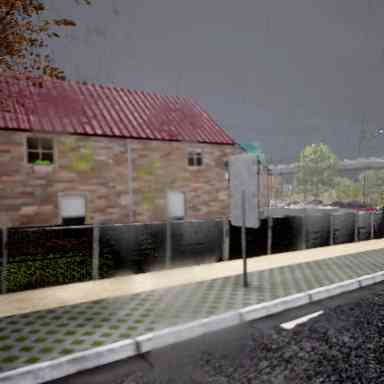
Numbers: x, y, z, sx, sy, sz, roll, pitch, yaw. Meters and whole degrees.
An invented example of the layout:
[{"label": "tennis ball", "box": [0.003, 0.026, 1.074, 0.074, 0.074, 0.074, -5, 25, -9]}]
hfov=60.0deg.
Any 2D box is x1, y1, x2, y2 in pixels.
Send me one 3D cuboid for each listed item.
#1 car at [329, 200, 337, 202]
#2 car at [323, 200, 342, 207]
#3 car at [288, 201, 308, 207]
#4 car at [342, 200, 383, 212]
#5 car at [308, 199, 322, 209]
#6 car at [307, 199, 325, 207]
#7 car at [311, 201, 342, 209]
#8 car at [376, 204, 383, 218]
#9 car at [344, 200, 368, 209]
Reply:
[{"label": "car", "box": [25.239, 2.281, 57.697, 1.812, 1.442, 4.674, -1, -1, 0]}, {"label": "car", "box": [28.575, 2.299, 67.845, 1.895, 1.301, 4.718, -1, -1, 0]}, {"label": "car", "box": [18.758, 2.463, 60.154, 1.837, 1.490, 4.892, -1, -1, 1]}, {"label": "car", "box": [18.452, 1.989, 35.767, 2.097, 1.767, 4.553, -1, -1, 1]}, {"label": "car", "box": [22.008, 2.416, 59.869, 2.033, 1.411, 5.357, -1, -1, 0]}, {"label": "car", "box": [25.323, 2.287, 67.843, 1.837, 1.490, 4.892, -1, -1, 0]}, {"label": "car", "box": [18.556, 2.366, 45.708, 1.895, 1.301, 4.718, -1, -1, 1]}, {"label": "car", "box": [21.699, 2.049, 35.113, 1.837, 1.490, 4.892, -1, -1, 1]}, {"label": "car", "box": [28.489, 2.199, 57.802, 1.812, 1.442, 4.674, -1, -1, 0]}]
